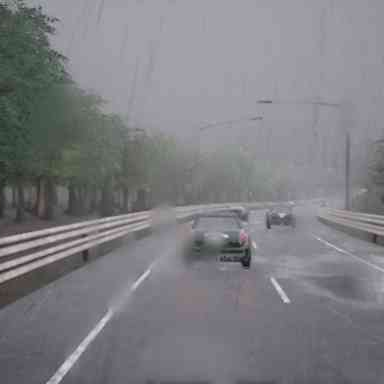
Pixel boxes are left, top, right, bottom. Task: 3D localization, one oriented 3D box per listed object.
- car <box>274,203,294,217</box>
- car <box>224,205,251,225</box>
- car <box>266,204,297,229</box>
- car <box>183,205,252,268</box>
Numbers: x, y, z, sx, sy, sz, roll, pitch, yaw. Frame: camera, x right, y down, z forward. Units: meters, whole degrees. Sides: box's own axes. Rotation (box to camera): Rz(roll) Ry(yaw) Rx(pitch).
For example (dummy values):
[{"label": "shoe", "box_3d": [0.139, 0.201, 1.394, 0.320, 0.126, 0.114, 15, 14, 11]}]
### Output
[{"label": "car", "box_3d": [11.491, 2.172, 41.249, 1.882, 1.535, 5.008, 0, -2, 21]}, {"label": "car", "box_3d": [4.105, 1.928, 29.479, 1.837, 1.490, 4.892, 0, -1, 14]}, {"label": "car", "box_3d": [6.650, 1.730, 25.005, 2.097, 1.767, 4.553, 0, -1, 12]}, {"label": "car", "box_3d": [0.951, 1.481, 12.029, 2.097, 1.767, 4.553, 0, -1, 6]}]
